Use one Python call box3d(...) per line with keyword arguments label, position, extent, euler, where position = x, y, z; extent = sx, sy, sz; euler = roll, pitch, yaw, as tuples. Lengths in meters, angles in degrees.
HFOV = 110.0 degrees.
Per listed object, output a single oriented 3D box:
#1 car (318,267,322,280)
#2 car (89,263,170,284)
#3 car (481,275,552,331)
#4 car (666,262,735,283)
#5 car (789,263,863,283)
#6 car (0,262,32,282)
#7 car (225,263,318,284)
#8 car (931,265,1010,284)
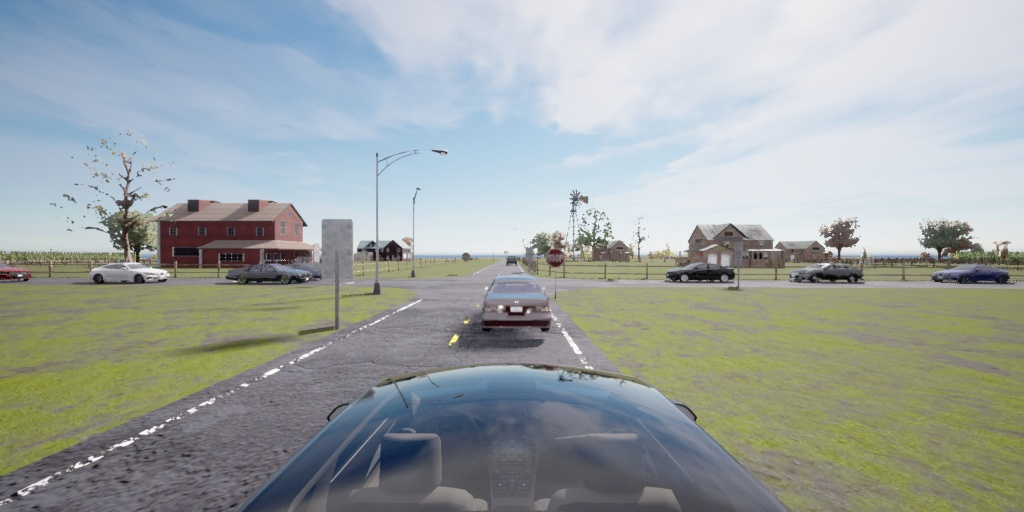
box3d(label="car", position=(-17.167, 1.254, 28.549), extent=(4.181, 1.385, 1.994), euler=(0, 0, 0))
box3d(label="car", position=(-27.350, 1.195, 25.679), extent=(4.674, 1.442, 1.812), euler=(0, 0, 1))
box3d(label="car", position=(0.097, 1.296, 10.937), extent=(2.033, 1.411, 5.357), euler=(0, 0, 0))
box3d(label="car", position=(14.809, 1.272, 28.312), extent=(5.008, 1.535, 1.882), euler=(0, 0, 0))
box3d(label="car", position=(24.659, 1.324, 28.236), extent=(4.902, 1.511, 2.128), euler=(0, 0, 0))
box3d(label="car", position=(-37.789, 1.121, 25.761), extent=(5.008, 1.535, 1.882), euler=(0, 0, 1))
box3d(label="car", position=(-17.255, 1.245, 25.598), extent=(5.357, 1.411, 2.033), euler=(0, 0, 0))
box3d(label="car", position=(35.987, 1.409, 28.140), extent=(4.674, 1.442, 1.812), euler=(0, 0, 1))
